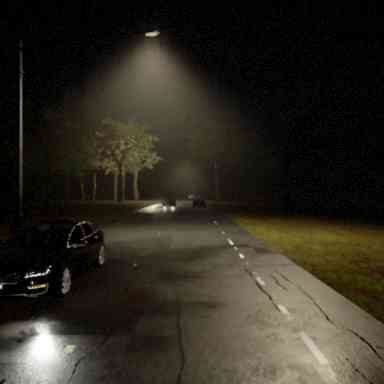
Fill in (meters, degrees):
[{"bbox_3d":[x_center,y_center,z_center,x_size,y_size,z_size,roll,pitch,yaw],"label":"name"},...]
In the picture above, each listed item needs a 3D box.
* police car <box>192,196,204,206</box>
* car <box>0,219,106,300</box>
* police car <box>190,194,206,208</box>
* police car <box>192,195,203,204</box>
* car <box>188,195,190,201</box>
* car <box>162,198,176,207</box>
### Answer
[{"bbox_3d":[1.019,1.484,58.871,1.930,1.638,5.238,0,0,0],"label":"police car"},{"bbox_3d":[-3.604,1.509,8.600,1.837,1.490,4.892,0,0,0],"label":"car"},{"bbox_3d":[1.024,1.473,48.871,1.930,1.638,5.238,0,0,0],"label":"police car"},{"bbox_3d":[1.016,1.486,64.870,1.930,1.638,5.238,0,0,0],"label":"police car"},{"bbox_3d":[-0.043,1.487,82.848,2.128,1.511,4.902,0,0,0],"label":"car"},{"bbox_3d":[-3.597,1.615,52.570,1.994,1.385,4.181,0,0,0],"label":"car"}]
